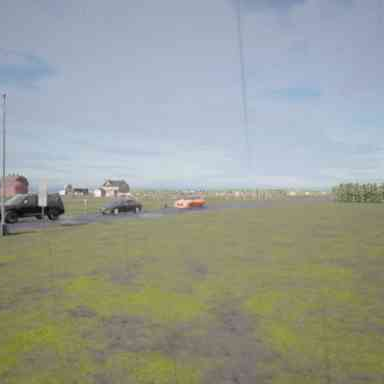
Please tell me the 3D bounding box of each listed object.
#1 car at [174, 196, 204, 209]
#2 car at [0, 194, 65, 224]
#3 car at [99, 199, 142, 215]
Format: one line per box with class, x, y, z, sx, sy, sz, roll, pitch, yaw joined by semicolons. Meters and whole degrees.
car;-0.310;1.290;43.211;2.097;1.767;4.553;1;0;34
car;-12.381;1.176;25.123;2.150;2.045;5.566;1;0;33
car;-7.055;1.451;33.129;1.837;1.490;4.892;1;1;34
